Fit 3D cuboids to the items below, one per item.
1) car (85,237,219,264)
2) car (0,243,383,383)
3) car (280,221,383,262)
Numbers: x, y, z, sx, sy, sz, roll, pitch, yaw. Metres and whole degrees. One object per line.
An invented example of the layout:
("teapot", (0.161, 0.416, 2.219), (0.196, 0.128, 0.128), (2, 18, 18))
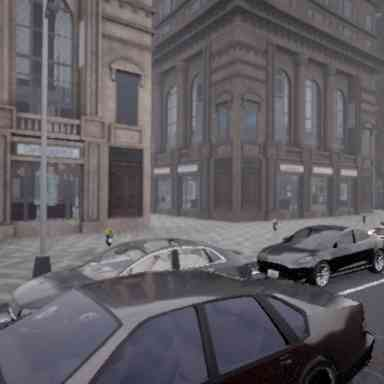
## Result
("car", (-0.824, 1.566, 6.052), (4.403, 1.369, 2.008), (0, 0, -35))
("car", (-0.404, 1.555, 3.086), (5.357, 1.411, 2.033), (0, 0, -35))
("car", (3.742, 1.612, 9.297), (4.313, 1.339, 1.947), (0, 0, -35))
